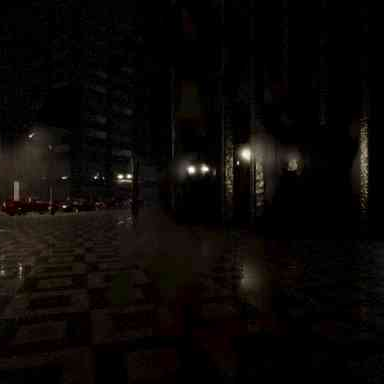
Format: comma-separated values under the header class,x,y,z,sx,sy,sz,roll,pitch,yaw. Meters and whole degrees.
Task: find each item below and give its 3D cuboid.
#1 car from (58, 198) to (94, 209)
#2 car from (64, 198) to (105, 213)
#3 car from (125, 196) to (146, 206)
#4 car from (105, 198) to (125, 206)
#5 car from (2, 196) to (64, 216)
class,x,y,z,sx,sy,sz,roll,pitch,yaw
car,-16.037,1.538,46.115,1.887,1.381,4.507,0,0,35
car,-12.250,1.569,36.606,1.947,1.339,4.313,0,0,35
car,-9.619,1.427,55.390,1.967,1.590,4.097,0,0,35
car,-12.828,1.572,50.753,1.802,1.307,4.206,0,0,35
car,-15.460,1.322,31.967,2.192,1.841,5.009,0,0,35
